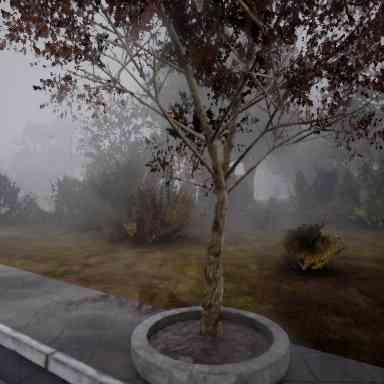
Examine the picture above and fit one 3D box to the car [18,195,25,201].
[{"bbox_3d":[-22.657,1.174,43.333,1.837,1.490,4.892,1,0,32],"label":"car"}]
